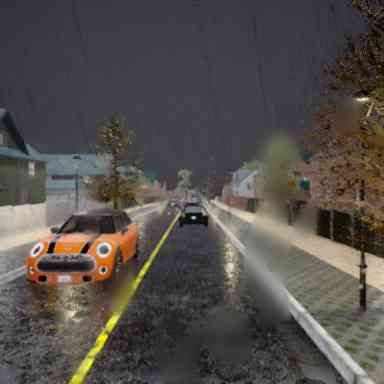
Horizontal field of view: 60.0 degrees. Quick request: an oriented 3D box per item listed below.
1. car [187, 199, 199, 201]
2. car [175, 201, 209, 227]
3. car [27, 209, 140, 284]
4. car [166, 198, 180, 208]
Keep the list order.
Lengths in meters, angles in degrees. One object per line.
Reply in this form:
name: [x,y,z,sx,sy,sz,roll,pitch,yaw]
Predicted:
car: [0.067,1.548,36.540,1.837,1.490,4.892,0,0,1]
car: [0.104,1.572,22.862,1.994,1.385,4.181,0,0,0]
car: [-2.840,1.349,9.665,2.097,1.767,4.553,0,0,0]
car: [-2.700,1.598,49.416,2.128,1.511,4.902,0,0,1]
